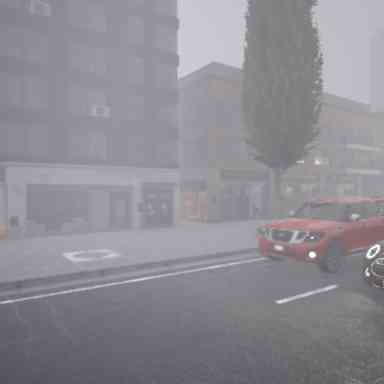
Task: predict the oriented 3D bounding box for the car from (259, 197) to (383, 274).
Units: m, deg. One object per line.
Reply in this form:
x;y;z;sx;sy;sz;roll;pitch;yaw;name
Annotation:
4.703;1.195;10.873;5.566;2.045;2.150;0;0;-35;car

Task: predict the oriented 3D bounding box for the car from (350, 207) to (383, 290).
6.046;1.319;7.849;4.553;1.767;2.097;0;0;-35;car
